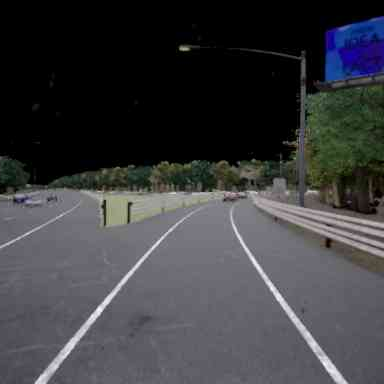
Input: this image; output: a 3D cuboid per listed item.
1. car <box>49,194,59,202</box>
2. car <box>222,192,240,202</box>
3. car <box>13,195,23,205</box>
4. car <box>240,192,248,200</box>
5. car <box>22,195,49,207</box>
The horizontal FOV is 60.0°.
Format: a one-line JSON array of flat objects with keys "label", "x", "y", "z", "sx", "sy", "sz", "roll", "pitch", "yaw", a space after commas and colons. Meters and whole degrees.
[{"label": "car", "x": -26.826, "y": 1.212, "z": 64.031, "sx": 1.837, "sy": 1.490, "sz": 4.892, "roll": 0, "pitch": 0, "yaw": -17}, {"label": "car", "x": 6.414, "y": 1.028, "z": 56.213, "sx": 1.895, "sy": 1.301, "sz": 4.718, "roll": 1, "pitch": 1, "yaw": 16}, {"label": "car", "x": -27.277, "y": 1.188, "z": 53.458, "sx": 1.882, "sy": 1.535, "sz": 5.008, "roll": 0, "pitch": 0, "yaw": -17}, {"label": "car", "x": 9.992, "y": 0.783, "z": 67.333, "sx": 1.812, "sy": 1.442, "sz": 4.674, "roll": 1, "pitch": 1, "yaw": 22}, {"label": "car", "x": -21.040, "y": 1.347, "z": 44.910, "sx": 1.895, "sy": 1.301, "sz": 4.718, "roll": 0, "pitch": 0, "yaw": -16}]
